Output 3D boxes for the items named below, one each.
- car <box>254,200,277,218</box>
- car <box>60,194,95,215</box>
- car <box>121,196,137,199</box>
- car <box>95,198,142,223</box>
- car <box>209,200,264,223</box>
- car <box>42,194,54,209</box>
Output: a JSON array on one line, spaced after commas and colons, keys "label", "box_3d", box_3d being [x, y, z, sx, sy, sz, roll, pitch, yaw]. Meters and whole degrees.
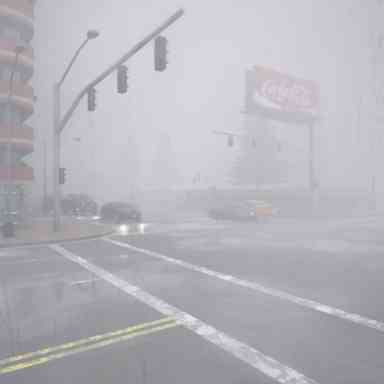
[{"label": "car", "box_3d": [5.154, 1.477, 29.261, 1.882, 1.535, 5.008, 0, 0, -36]}, {"label": "car", "box_3d": [-11.590, 1.221, 34.206, 2.150, 2.045, 5.566, 0, 0, -36]}, {"label": "car", "box_3d": [-9.786, 1.352, 50.004, 2.097, 1.767, 4.553, 0, 0, -36]}, {"label": "car", "box_3d": [-5.590, 1.505, 25.871, 1.837, 1.490, 4.892, 0, 0, -36]}, {"label": "car", "box_3d": [3.203, 1.564, 25.982, 1.994, 1.385, 4.181, 0, 0, -36]}, {"label": "car", "box_3d": [-17.749, 1.220, 42.774, 2.150, 2.045, 5.566, 0, 0, -35]}]
